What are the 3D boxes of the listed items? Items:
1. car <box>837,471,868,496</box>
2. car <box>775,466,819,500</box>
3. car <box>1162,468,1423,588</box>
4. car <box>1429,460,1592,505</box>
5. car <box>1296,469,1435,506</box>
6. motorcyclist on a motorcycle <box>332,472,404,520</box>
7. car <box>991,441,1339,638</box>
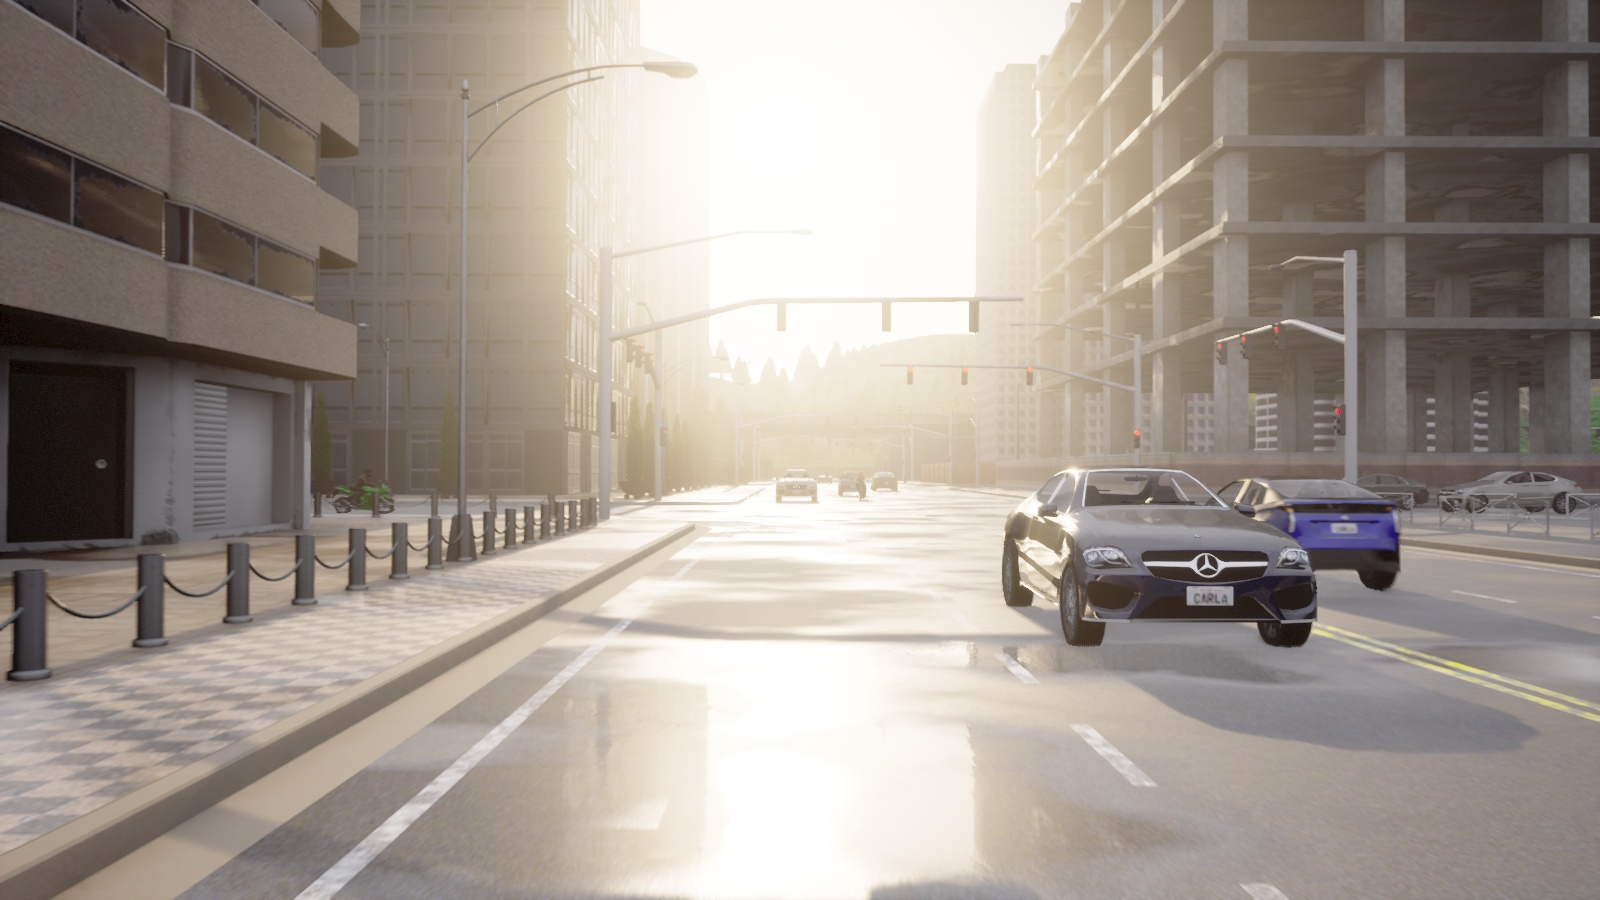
[{"bbox_3d":[3.306,2.116,79.650,1.789,1.549,3.705,0,-1,0],"label":"car"},{"bbox_3d":[-0.159,1.685,65.217,2.152,1.651,5.027,0,-1,0],"label":"car"},{"bbox_3d":[6.955,1.040,18.327,2.007,1.525,4.514,0,-1,0],"label":"car"},{"bbox_3d":[27.270,1.237,48.320,5.027,1.651,2.152,0,-1,0],"label":"car"},{"bbox_3d":[23.276,1.538,51.794,4.892,1.490,1.837,0,-1,0],"label":"car"},{"bbox_3d":[-14.004,1.479,40.743,2.044,1.523,0.797,0,-1,0],"label":"motorcyclist on a motorcycle"},{"bbox_3d":[3.467,0.799,13.126,2.152,1.651,5.027,0,-1,0],"label":"car"}]
